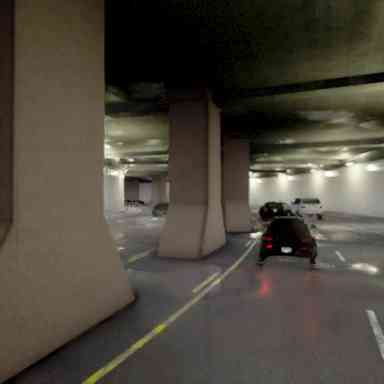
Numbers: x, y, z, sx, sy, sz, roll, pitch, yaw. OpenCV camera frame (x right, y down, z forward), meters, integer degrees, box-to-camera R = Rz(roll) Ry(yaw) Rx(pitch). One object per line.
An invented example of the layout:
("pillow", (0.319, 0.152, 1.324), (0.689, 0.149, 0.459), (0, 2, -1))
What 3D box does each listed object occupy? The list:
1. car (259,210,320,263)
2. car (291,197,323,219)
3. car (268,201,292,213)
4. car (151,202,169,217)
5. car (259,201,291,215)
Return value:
("car", (3.629, 1.646, 12.504), (1.812, 1.442, 4.674), (0, -1, 18))
("car", (11.044, 1.536, 32.506), (2.150, 2.045, 5.566), (0, -1, 5))
("car", (11.401, 1.940, 43.430), (1.812, 1.442, 4.674), (0, 0, -2))
("car", (-2.985, 1.841, 35.049), (1.812, 1.442, 4.674), (0, -1, 3))
("car", (7.292, 1.641, 30.340), (2.097, 1.767, 4.553), (0, -1, 6))
